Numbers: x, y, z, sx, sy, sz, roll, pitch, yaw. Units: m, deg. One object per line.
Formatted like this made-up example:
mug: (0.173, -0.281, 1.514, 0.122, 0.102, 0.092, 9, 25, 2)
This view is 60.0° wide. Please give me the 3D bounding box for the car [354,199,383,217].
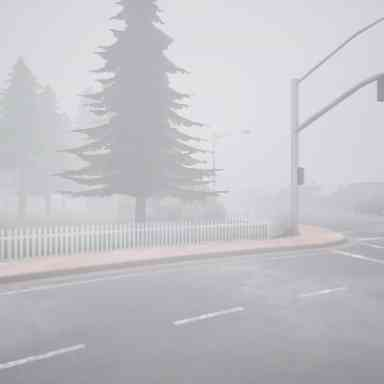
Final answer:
car: (17.825, 1.403, 31.841, 2.097, 1.767, 4.553, 0, 0, -18)
